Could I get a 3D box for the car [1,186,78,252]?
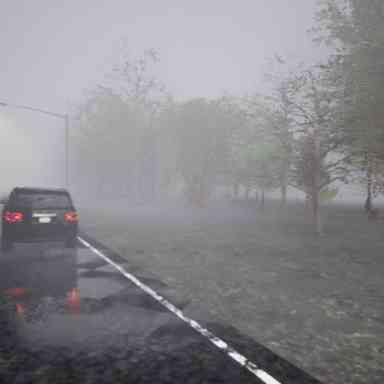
[{"bbox_3d":[-5.627,0.822,12.075,2.150,2.045,5.566,2,1,-29],"label":"car"}]
